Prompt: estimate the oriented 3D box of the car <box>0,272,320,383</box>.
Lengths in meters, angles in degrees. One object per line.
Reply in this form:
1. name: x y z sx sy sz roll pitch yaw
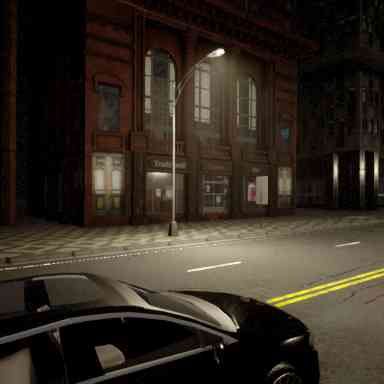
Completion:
1. car: -0.922 1.492 2.782 4.902 1.511 2.128 0 0 -35
